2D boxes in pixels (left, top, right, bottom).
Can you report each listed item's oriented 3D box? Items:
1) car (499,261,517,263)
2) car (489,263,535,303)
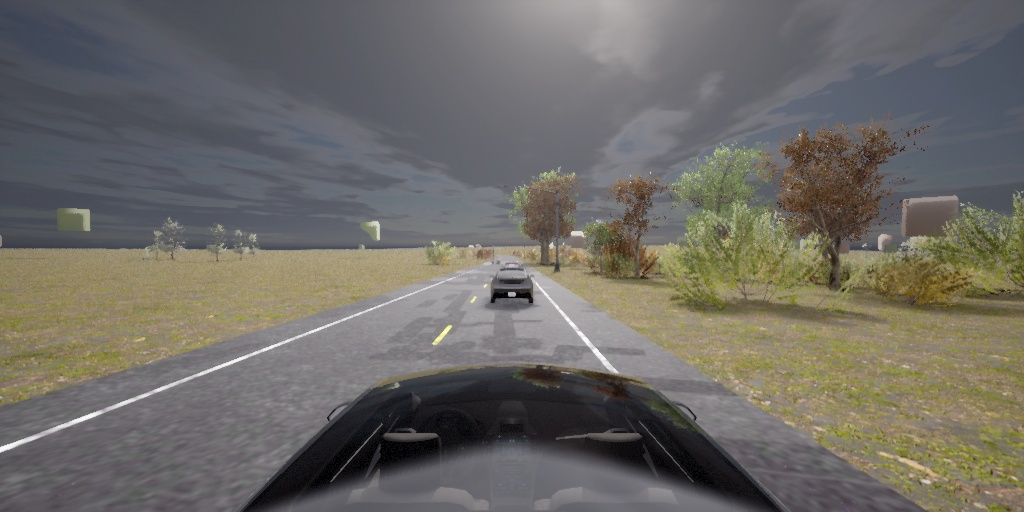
[{"bbox_3d":[0.000,1.259,31.511,1.812,1.442,4.674,0,0,0],"label":"car"},{"bbox_3d":[0.000,1.257,16.505,1.837,1.490,4.892,0,0,0],"label":"car"}]
